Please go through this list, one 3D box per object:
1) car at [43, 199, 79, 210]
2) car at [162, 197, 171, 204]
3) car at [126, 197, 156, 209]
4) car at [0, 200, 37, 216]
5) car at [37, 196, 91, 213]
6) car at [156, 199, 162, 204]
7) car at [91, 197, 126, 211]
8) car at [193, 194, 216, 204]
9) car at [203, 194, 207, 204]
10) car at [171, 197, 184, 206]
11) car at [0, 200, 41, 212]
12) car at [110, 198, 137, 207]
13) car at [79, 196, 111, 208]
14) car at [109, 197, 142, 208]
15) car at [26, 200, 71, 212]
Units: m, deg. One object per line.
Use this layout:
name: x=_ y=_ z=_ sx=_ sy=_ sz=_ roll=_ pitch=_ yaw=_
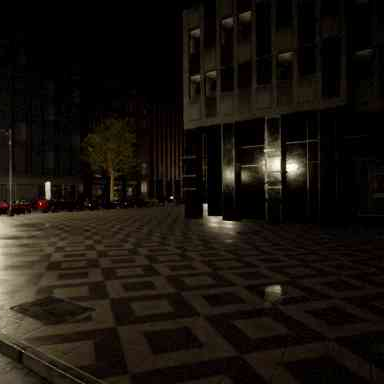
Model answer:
car: x=-17.551 y=1.641 z=44.690 sx=1.802 sy=1.307 sz=4.206 roll=-1 pitch=0 yaw=35
car: x=-4.703 y=1.574 z=63.231 sx=1.947 sy=1.339 sz=4.313 roll=-1 pitch=0 yaw=35
car: x=-7.336 y=1.509 z=44.465 sx=1.947 sy=1.339 sz=4.313 roll=-1 pitch=0 yaw=35
car: x=-16.970 y=1.576 z=30.562 sx=1.802 sy=1.307 sz=4.206 roll=-1 pitch=0 yaw=35
car: x=-13.761 y=1.290 z=35.198 sx=2.192 sy=1.841 sz=5.009 roll=-1 pitch=0 yaw=35
car: x=-8.012 y=1.544 z=58.455 sx=1.752 sy=1.417 sz=4.829 roll=-1 pitch=0 yaw=35
car: x=-10.547 y=1.524 z=39.831 sx=1.947 sy=1.339 sz=4.313 roll=-1 pitch=0 yaw=35
car: x=2.381 y=1.283 z=63.018 sx=2.097 sy=1.767 sz=4.553 roll=-1 pitch=0 yaw=35
car: x=2.298 y=1.222 z=58.371 sx=2.192 sy=1.841 sz=5.009 roll=-1 pitch=0 yaw=35
car: x=-0.913 y=1.462 z=53.735 sx=1.887 sy=1.381 sz=4.507 roll=-1 pitch=0 yaw=35
car: x=-20.763 y=1.642 z=40.055 sx=1.947 sy=1.339 sz=4.313 roll=-1 pitch=0 yaw=35
car: x=-11.127 y=1.612 z=53.960 sx=1.802 sy=1.307 sz=4.206 roll=-1 pitch=0 yaw=35
car: x=-14.341 y=1.484 z=49.325 sx=1.967 sy=1.590 sz=4.097 roll=-1 pitch=0 yaw=35
car: x=-10.064 y=1.495 z=50.627 sx=2.128 sy=1.511 sz=4.902 roll=-1 pitch=0 yaw=35
car: x=-17.271 y=1.638 z=40.264 sx=1.895 sy=1.301 sz=4.718 roll=-1 pitch=0 yaw=35
